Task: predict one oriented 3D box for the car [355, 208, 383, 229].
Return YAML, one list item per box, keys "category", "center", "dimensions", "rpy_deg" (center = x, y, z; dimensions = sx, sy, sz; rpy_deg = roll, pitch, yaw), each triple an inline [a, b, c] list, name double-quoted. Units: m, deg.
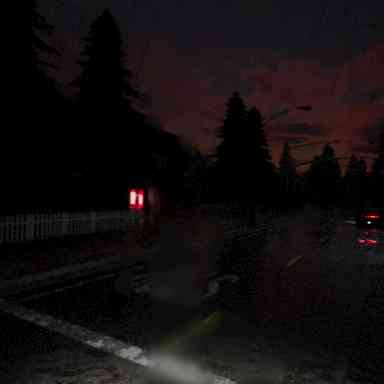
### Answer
- category: "car"
  center: [14.104, 2.018, 26.316]
  dimensions: [1.837, 1.490, 4.892]
  rpy_deg: [2, 0, 30]
